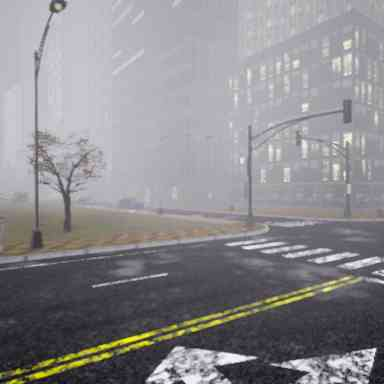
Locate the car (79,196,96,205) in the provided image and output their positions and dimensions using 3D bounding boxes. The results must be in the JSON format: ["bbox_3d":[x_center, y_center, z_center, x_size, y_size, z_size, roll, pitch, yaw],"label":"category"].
[{"bbox_3d":[-17.925,1.464,56.957,2.128,1.511,4.902,0,0,-35],"label":"car"}]

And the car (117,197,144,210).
[{"bbox_3d":[-7.880,1.438,42.564,1.882,1.535,5.008,0,0,-35],"label":"car"}]
